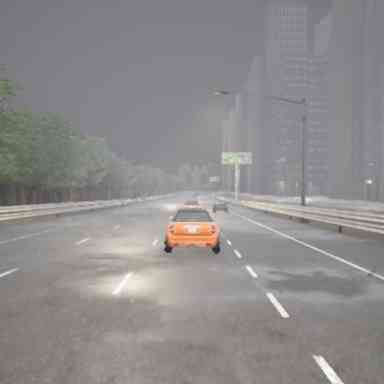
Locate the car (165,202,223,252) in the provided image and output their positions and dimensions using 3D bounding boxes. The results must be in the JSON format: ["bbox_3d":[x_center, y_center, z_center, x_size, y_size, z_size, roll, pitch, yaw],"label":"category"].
[{"bbox_3d":[0.017,1.486,14.652,2.097,1.767,4.553,0,-1,0],"label":"car"}]

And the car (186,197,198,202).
[{"bbox_3d":[0.010,1.657,34.327,2.097,1.767,4.553,0,0,0],"label":"car"}]

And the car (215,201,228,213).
[{"bbox_3d":[3.619,1.895,43.383,2.128,1.511,4.902,0,0,0],"label":"car"}]
